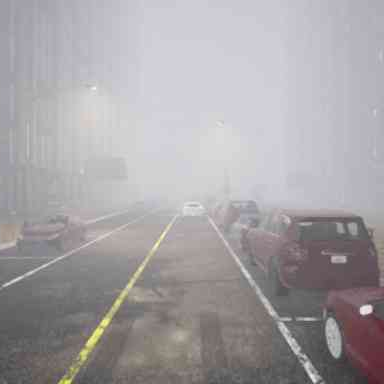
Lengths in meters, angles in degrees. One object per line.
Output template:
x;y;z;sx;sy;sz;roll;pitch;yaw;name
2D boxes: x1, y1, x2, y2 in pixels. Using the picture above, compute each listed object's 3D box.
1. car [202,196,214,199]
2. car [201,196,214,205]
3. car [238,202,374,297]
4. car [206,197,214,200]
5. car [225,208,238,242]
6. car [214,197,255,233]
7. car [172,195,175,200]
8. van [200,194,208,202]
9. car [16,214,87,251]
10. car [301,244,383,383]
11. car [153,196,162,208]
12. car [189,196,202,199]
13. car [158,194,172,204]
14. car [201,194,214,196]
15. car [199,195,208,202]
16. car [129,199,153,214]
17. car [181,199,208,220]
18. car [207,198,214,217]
2.699;1.597;47.270;1.947;1.339;4.313;0;0;0;car
2.700;1.478;58.348;1.967;1.590;4.097;0;0;0;car
2.696;1.321;8.495;2.192;1.841;5.009;0;0;0;car
2.698;1.550;36.361;1.752;1.417;4.829;0;0;0;car
2.696;1.576;14.034;1.947;1.339;4.313;0;0;0;car
2.697;1.329;19.574;2.192;1.841;5.009;0;0;0;car
-5.679;1.596;80.506;1.887;1.381;4.507;0;0;0;car
2.702;1.388;74.966;1.690;1.788;3.998;0;0;0;van
-5.685;1.592;14.034;1.802;1.307;4.206;0;0;0;car
2.694;1.547;2.955;1.887;1.381;4.507;0;0;0;car
-5.682;1.614;47.270;1.802;1.307;4.206;0;0;0;car
0.103;1.556;45.382;1.812;1.442;4.674;0;0;0;car
-5.680;1.357;63.888;2.192;1.841;5.009;0;0;0;car
2.700;1.350;52.809;2.192;1.841;5.009;0;0;0;car
2.702;1.490;80.506;1.967;1.590;4.097;0;0;0;car
-5.683;1.607;36.192;1.802;1.307;4.206;0;0;0;car
0.100;1.545;27.804;1.812;1.442;4.674;0;0;0;car
2.697;1.572;30.652;2.008;1.369;4.403;0;0;0;car
